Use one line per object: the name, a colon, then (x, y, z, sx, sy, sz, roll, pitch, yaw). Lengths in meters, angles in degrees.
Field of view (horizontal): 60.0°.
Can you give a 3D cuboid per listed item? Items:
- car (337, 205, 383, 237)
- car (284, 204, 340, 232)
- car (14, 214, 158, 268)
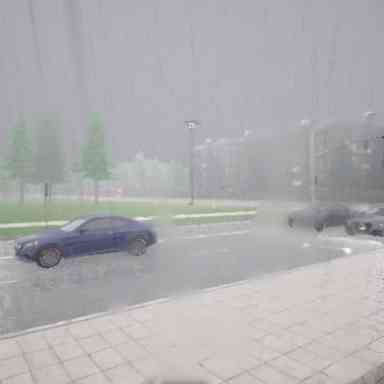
car: (9.214, 1.418, 15.982, 4.181, 1.385, 1.994, -1, 0, -35)
car: (7.679, 1.394, 19.177, 5.357, 1.411, 2.033, -1, 0, -36)
car: (-3.398, 1.494, 11.275, 4.674, 1.442, 1.812, -1, 0, -36)
